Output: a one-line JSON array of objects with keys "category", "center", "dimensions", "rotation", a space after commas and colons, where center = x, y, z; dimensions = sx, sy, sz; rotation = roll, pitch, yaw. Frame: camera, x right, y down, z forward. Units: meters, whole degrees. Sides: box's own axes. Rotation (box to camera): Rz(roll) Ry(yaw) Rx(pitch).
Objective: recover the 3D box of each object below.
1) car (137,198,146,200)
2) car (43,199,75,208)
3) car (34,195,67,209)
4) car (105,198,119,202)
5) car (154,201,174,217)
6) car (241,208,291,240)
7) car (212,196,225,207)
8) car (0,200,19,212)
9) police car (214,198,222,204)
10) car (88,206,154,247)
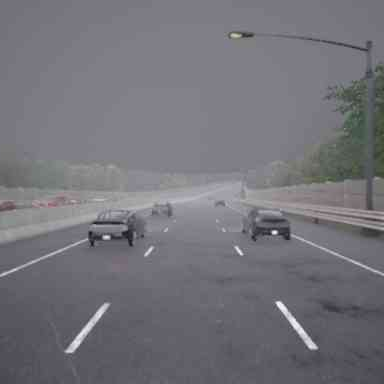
[{"category": "car", "center": [-11.465, 2.058, 76.508], "dimensions": [2.128, 1.511, 4.902], "rotation": [0, -1, 4]}, {"category": "car", "center": [-13.522, 1.738, 35.207], "dimensions": [1.994, 1.385, 4.181], "rotation": [0, 0, 2]}, {"category": "car", "center": [-16.855, 1.427, 40.227], "dimensions": [2.150, 2.045, 5.566], "rotation": [0, -1, 2]}, {"category": "car", "center": [-18.449, 2.055, 76.973], "dimensions": [2.033, 1.411, 5.357], "rotation": [0, -1, 4]}, {"category": "car", "center": [-2.885, 1.667, 33.240], "dimensions": [2.128, 1.511, 4.902], "rotation": [0, 0, 2]}, {"category": "car", "center": [3.759, 1.585, 17.409], "dimensions": [1.837, 1.490, 4.892], "rotation": [0, 0, 1]}, {"category": "car", "center": [5.148, 1.950, 61.000], "dimensions": [1.837, 1.490, 4.892], "rotation": [0, -1, 3]}, {"category": "car", "center": [-20.521, 1.643, 35.412], "dimensions": [1.882, 1.535, 5.008], "rotation": [0, 0, 2]}, {"category": "police car", "center": [7.334, 2.421, 93.611], "dimensions": [2.038, 1.542, 4.974], "rotation": [0, -1, 5]}, {"category": "car", "center": [-3.273, 1.554, 15.279], "dimensions": [2.128, 1.511, 4.902], "rotation": [0, 0, 1]}]
